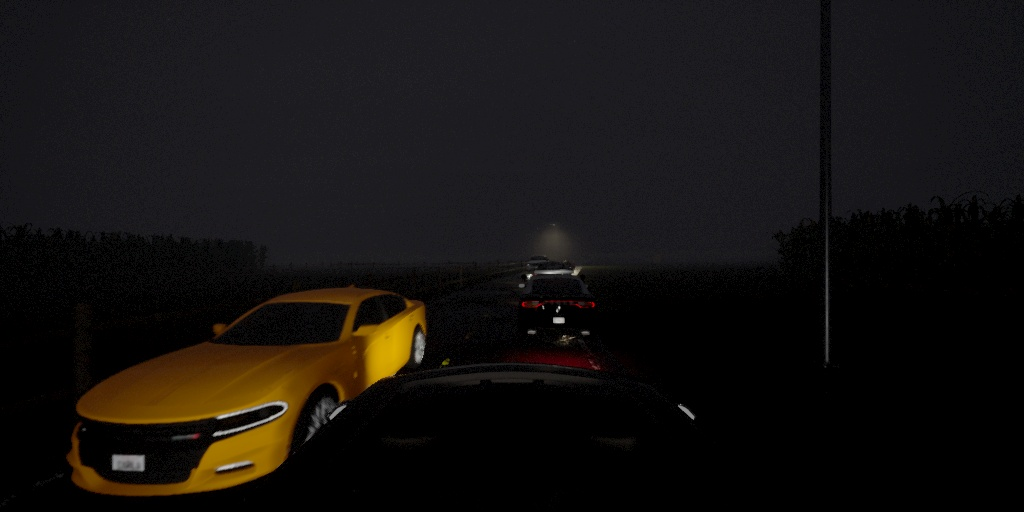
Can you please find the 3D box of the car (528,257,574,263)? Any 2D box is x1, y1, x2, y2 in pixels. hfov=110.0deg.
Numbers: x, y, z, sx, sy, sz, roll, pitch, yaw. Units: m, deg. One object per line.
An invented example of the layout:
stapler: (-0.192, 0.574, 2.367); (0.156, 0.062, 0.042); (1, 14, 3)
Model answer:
car: (2.259, 1.089, 19.908); (2.097, 1.767, 4.553); (0, 0, 8)

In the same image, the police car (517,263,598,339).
police car: (1.198, 1.172, 10.259); (1.930, 1.638, 5.238); (0, 0, 4)

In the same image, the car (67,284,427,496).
car: (-2.672, 1.227, 5.097); (1.882, 1.535, 5.008); (0, 0, 3)

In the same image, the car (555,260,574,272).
car: (6.724, 1.268, 45.851); (1.994, 1.385, 4.181); (0, 0, 13)

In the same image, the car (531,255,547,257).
car: (3.167, 0.932, 42.466); (2.150, 2.045, 5.566); (0, 0, 12)
